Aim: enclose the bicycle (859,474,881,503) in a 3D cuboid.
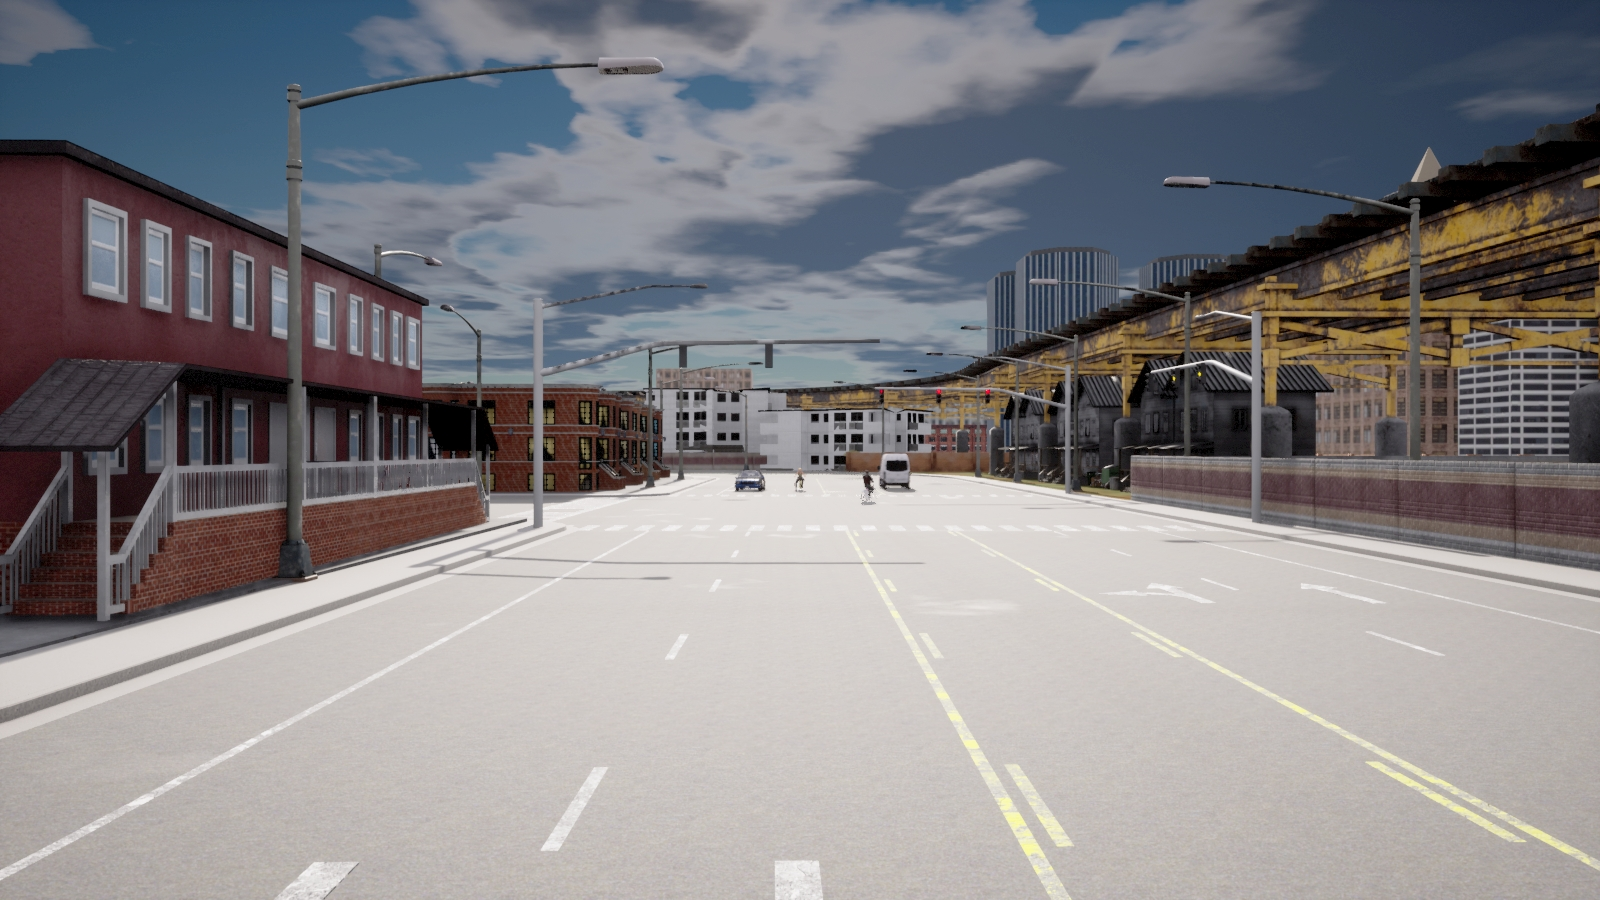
[{"bbox_3d":[3.760,2.070,61.478,0.329,1.496,1.835,-1,0,32],"label":"bicycle"}]
